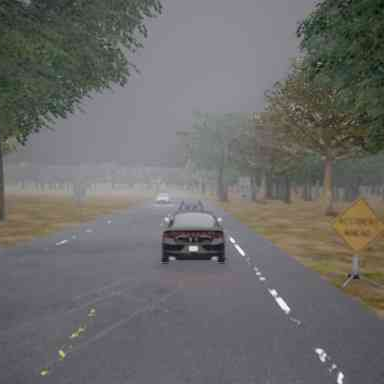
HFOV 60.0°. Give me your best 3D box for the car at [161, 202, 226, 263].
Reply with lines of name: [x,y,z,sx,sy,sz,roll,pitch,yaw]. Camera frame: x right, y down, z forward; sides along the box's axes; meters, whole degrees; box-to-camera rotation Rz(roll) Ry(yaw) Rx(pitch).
car: [0.043,1.318,11.358,1.882,1.535,5.008,0,1,0]

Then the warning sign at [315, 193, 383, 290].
warning sign: [3.582,1.013,7.225,1.300,1.860,1.060,3,4,0]

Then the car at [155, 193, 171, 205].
car: [-3.964,0.924,45.743,1.812,1.442,4.674,0,1,-1]

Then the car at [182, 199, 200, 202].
car: [-0.068,1.214,28.161,1.895,1.301,4.718,0,1,0]
